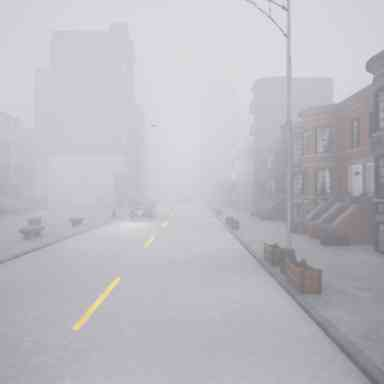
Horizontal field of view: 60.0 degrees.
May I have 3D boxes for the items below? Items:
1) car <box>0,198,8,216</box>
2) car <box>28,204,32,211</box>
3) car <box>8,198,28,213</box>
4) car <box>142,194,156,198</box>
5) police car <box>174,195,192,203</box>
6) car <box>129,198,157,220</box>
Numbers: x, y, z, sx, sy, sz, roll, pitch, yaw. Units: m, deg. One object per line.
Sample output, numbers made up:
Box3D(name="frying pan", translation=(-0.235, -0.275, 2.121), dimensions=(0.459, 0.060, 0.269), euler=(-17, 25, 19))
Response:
Box3D(name="car", translation=(-19.089, 1.246, 29.778), dimensions=(3.866, 1.878, 1.905), euler=(0, 0, 10))
Box3D(name="car", translation=(-19.469, 1.421, 35.830), dimensions=(4.193, 1.474, 1.816), euler=(0, 0, 10))
Box3D(name="car", translation=(-19.324, 1.352, 32.879), dimensions=(4.611, 1.667, 2.242), euler=(0, 0, 10))
Box3D(name="car", translation=(-10.114, 1.455, 70.497), dimensions=(5.566, 2.045, 2.150), euler=(0, 0, 12))
Box3D(name="police car", translation=(-1.983, 1.438, 70.889), dimensions=(1.930, 1.638, 5.238), euler=(0, 0, -37))
Box3D(name="car", translation=(-4.114, 1.497, 28.506), dimensions=(2.128, 1.511, 4.902), euler=(0, 0, 0))
